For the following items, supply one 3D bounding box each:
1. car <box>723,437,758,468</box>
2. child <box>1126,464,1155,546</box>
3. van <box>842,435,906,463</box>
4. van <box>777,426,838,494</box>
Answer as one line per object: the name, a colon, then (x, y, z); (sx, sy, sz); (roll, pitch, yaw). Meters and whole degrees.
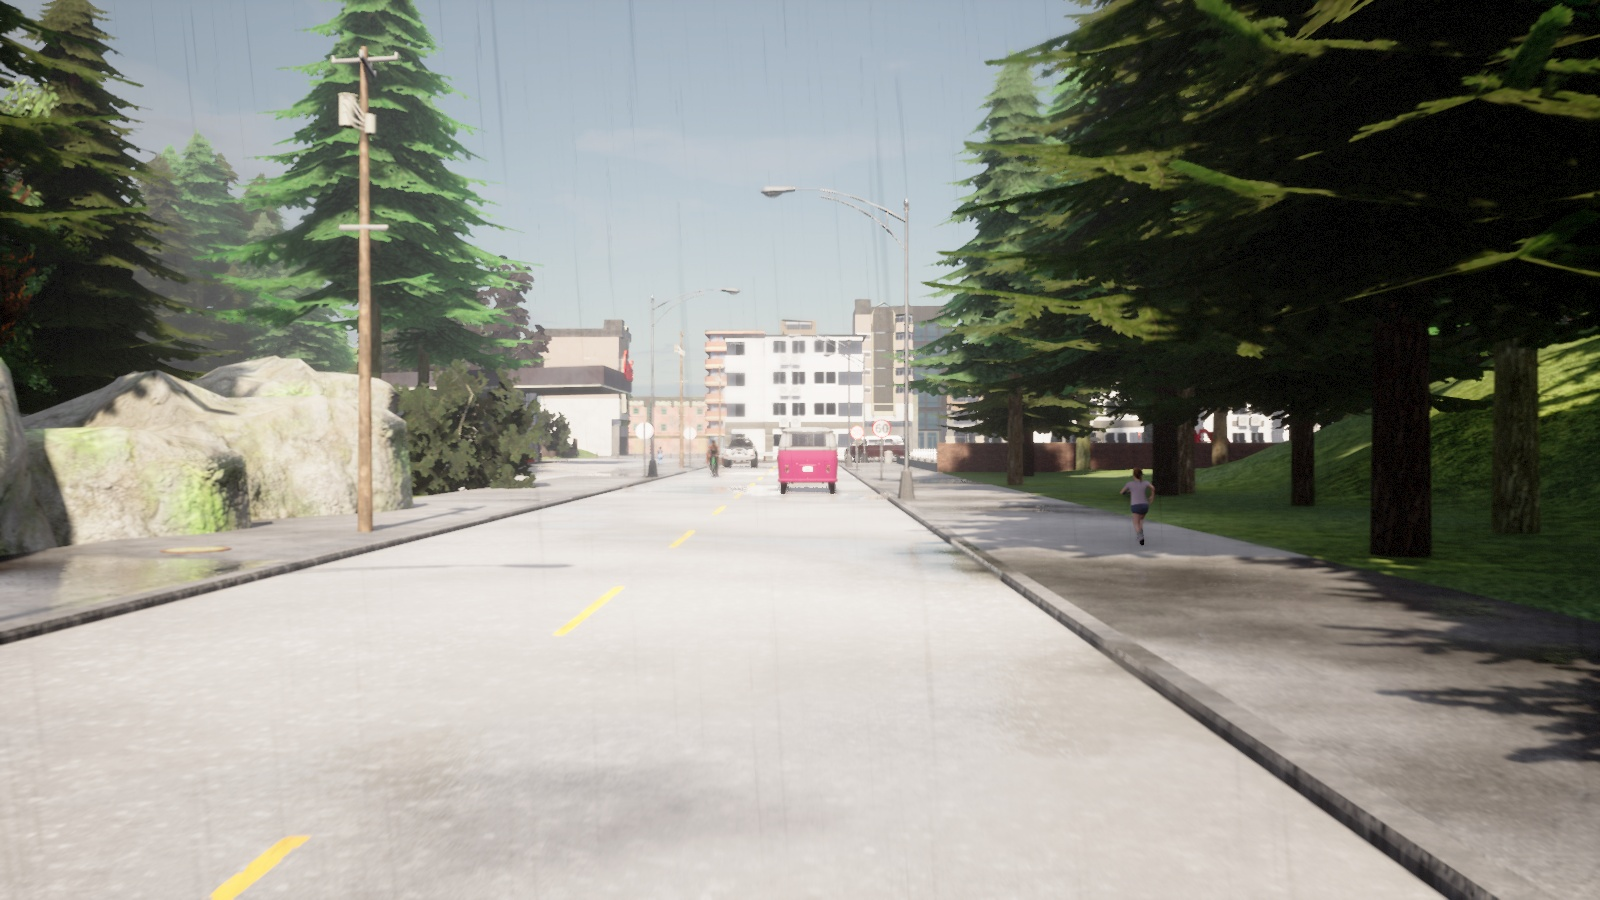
car: (-3.607, 0.128, 76.743); (1.932, 1.855, 4.605); (0, 0, 0)
child: (4.651, 0.743, 17.156); (0.255, 1.110, 0.394); (0, 0, -4)
van: (5.549, -0.058, 94.753); (4.480, 2.038, 2.069); (0, 0, -11)
van: (0.236, 0.281, 38.668); (1.775, 1.987, 4.442); (0, 0, 0)
